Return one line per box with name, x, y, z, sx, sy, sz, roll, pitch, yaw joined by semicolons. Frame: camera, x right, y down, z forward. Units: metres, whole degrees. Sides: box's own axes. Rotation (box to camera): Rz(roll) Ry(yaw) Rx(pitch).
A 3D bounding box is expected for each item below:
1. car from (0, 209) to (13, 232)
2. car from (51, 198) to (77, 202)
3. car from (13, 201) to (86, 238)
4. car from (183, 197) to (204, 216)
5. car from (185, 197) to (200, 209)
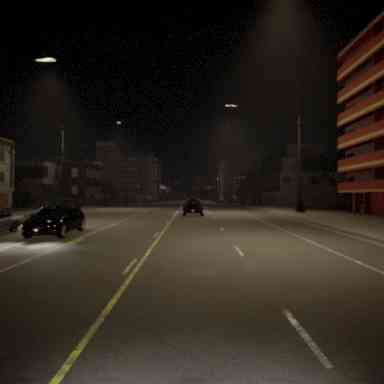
car;-10.562;1.564;16.832;1.895;1.301;4.718;0;0;0
car;-10.508;1.278;26.891;2.097;1.767;4.553;0;0;1
car;-7.060;1.466;17.467;1.837;1.490;4.892;0;0;0
car;0.127;1.434;31.595;1.812;1.442;4.674;0;0;0
car;0.136;1.442;44.897;1.882;1.535;5.008;0;-1;1
